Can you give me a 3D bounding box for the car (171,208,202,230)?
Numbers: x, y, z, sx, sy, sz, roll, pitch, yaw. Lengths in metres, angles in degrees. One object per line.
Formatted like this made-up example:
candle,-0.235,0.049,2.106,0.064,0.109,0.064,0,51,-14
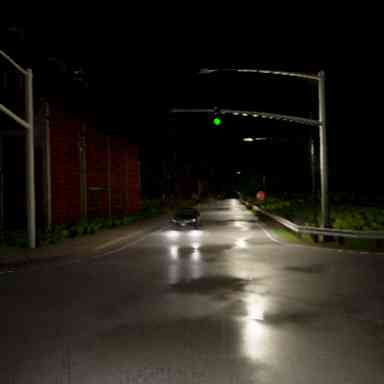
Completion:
car,-0.315,1.900,24.319,1.812,1.442,4.674,-2,-1,7
